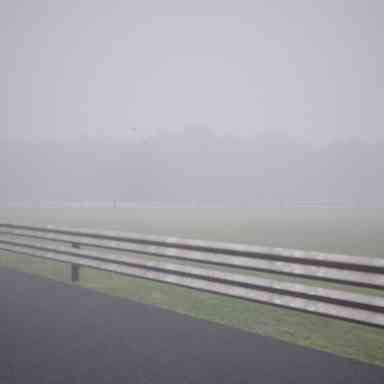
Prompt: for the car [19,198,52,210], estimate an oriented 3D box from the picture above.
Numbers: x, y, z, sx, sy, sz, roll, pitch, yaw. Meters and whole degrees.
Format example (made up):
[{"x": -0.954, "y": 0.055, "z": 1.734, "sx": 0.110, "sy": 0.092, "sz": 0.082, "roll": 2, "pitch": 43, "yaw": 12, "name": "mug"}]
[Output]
[{"x": -22.119, "y": 1.658, "z": 47.246, "sx": 5.366, "sy": 1.575, "sz": 1.801, "roll": 0, "pitch": 0, "yaw": 13, "name": "car"}]
